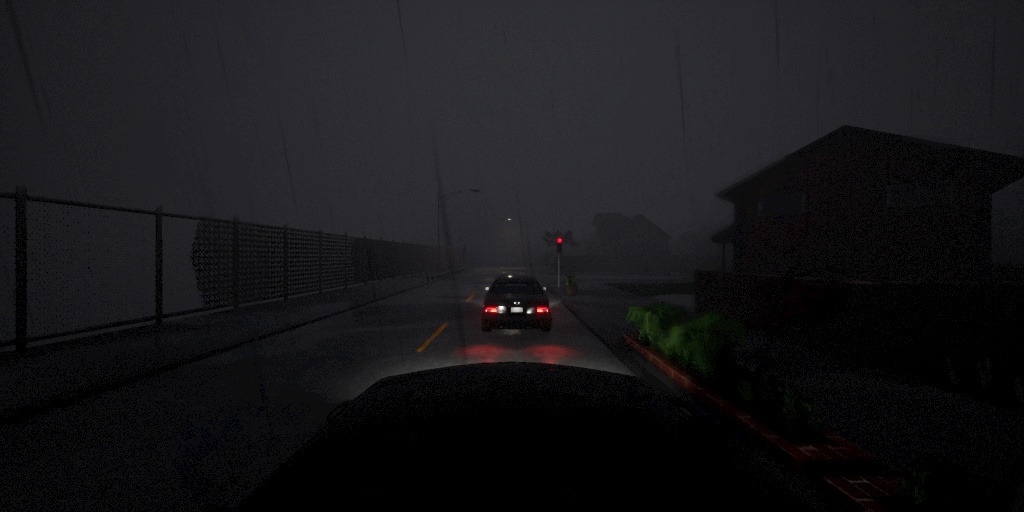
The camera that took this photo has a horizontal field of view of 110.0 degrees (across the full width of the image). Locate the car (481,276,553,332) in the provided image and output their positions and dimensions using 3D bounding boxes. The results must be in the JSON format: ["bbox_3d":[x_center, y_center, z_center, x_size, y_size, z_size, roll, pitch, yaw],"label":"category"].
[{"bbox_3d":[0.118,1.297,10.852,2.033,1.411,5.357,0,0,0],"label":"car"}]
